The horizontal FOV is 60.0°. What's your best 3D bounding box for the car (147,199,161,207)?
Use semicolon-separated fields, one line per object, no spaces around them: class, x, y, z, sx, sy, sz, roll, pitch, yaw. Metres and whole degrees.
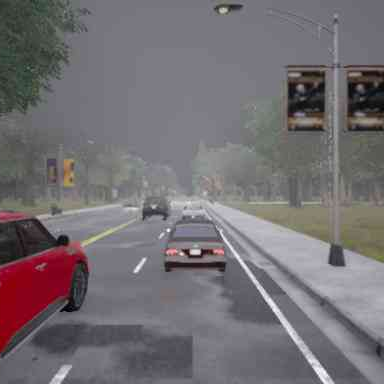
car;-6.549;1.887;57.800;1.994;1.385;4.181;0;0;0

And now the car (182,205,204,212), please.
car;0.097;1.764;29.445;1.895;1.301;4.718;0;0;0

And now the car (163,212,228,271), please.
car;0.094;1.608;11.059;2.033;1.411;5.357;0;0;0

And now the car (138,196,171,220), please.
car;-3.151;1.388;30.137;2.150;2.045;5.566;0;0;0

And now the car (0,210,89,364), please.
car;-3.168;1.249;4.585;2.150;2.045;5.566;0;0;-1

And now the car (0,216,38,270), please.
car;-6.600;1.580;9.944;1.812;1.442;4.674;0;0;0

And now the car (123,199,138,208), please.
car;-9.822;1.865;53.971;1.994;1.385;4.181;0;0;0
